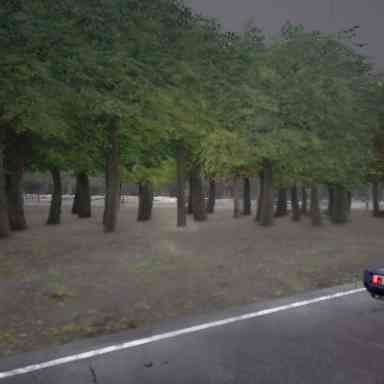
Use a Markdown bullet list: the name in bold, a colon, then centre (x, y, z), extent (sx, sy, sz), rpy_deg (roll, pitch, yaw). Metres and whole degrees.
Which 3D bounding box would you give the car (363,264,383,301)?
- **car**: centre (5.819, 1.745, 6.987), extent (4.718, 1.301, 1.895), rpy_deg (1, -1, -31)
